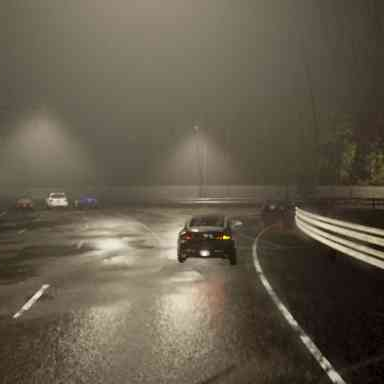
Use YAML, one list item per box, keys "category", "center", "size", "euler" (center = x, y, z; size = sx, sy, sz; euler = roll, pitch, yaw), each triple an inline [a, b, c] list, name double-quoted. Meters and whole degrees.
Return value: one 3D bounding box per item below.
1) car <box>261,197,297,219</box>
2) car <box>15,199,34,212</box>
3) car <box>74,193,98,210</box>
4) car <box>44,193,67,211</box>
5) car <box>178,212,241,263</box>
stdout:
- category: "car"
  center: [7.716, 1.303, 28.777]
  size: [2.097, 1.767, 4.553]
  euler: [0, 0, 34]
- category: "car"
  center: [-18.677, 1.487, 37.098]
  size: [2.033, 1.411, 5.357]
  euler: [0, 0, -27]
- category: "car"
  center: [-13.575, 1.151, 42.348]
  size: [2.150, 2.045, 5.566]
  euler: [0, 0, -28]
- category: "car"
  center: [-16.748, 1.154, 40.881]
  size: [2.150, 2.045, 5.566]
  euler: [0, 0, -28]
- category: "car"
  center: [0.700, 1.485, 11.895]
  size: [1.837, 1.490, 4.892]
  euler: [-1, 0, 8]
